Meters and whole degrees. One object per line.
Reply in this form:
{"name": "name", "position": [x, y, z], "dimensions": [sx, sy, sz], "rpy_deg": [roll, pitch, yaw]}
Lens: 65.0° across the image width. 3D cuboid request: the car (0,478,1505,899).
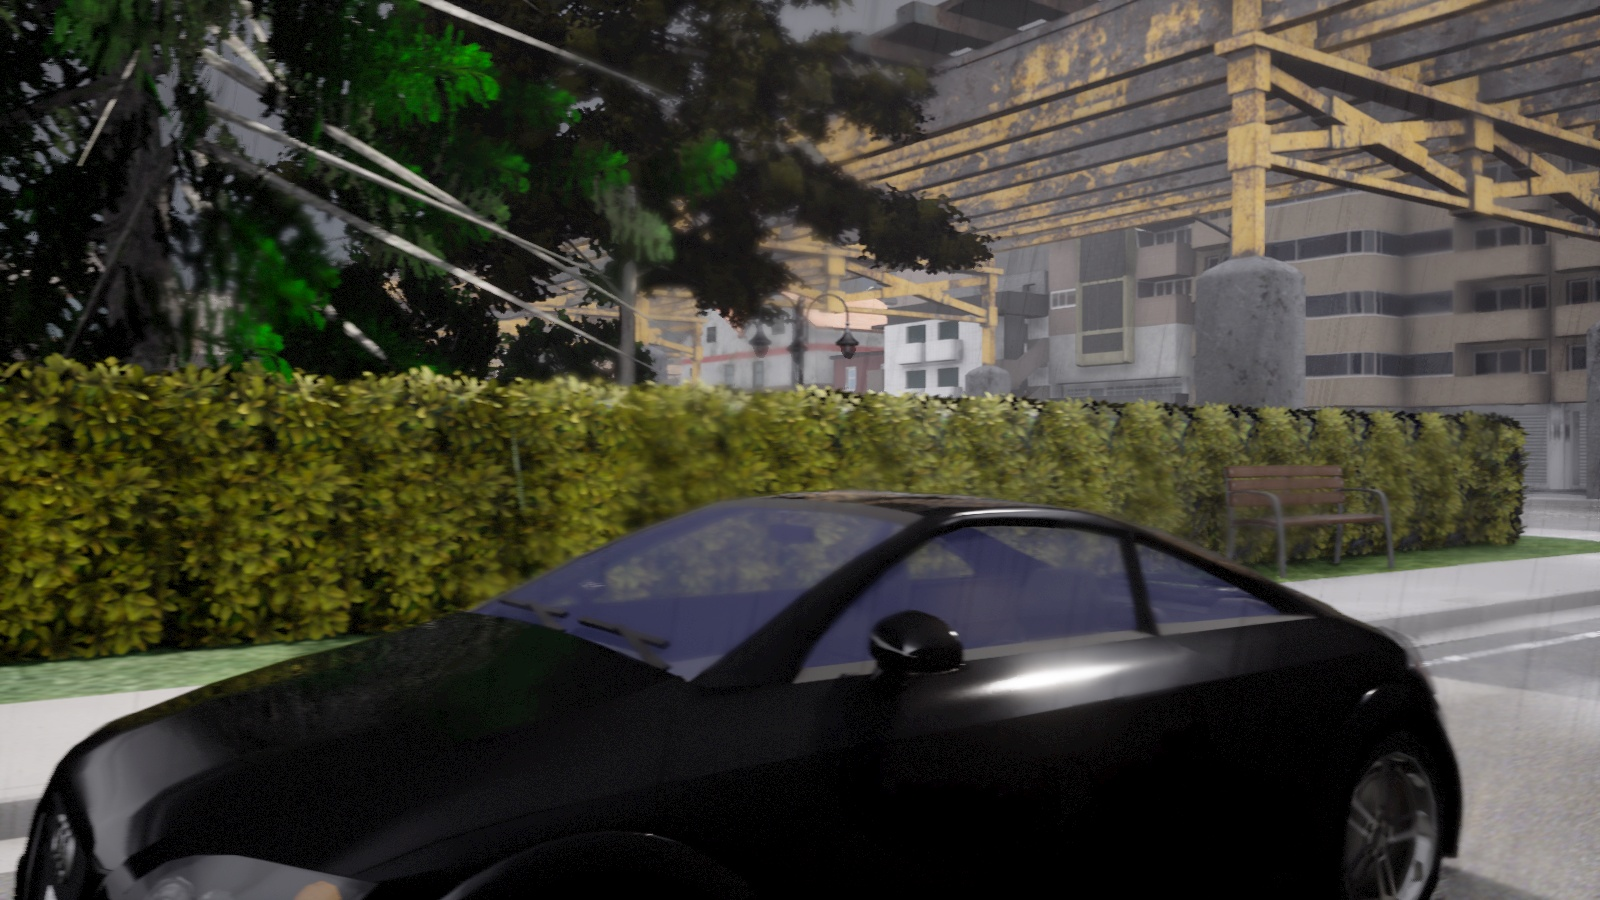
{"name": "car", "position": [-0.035, 0.818, 3.634], "dimensions": [4.181, 1.385, 1.994], "rpy_deg": [0, 0, -35]}
